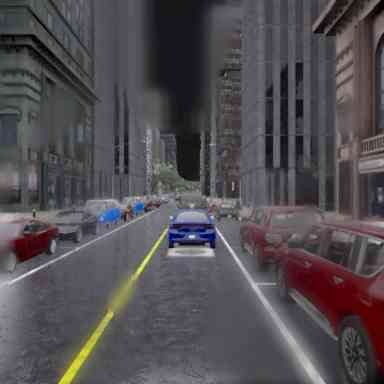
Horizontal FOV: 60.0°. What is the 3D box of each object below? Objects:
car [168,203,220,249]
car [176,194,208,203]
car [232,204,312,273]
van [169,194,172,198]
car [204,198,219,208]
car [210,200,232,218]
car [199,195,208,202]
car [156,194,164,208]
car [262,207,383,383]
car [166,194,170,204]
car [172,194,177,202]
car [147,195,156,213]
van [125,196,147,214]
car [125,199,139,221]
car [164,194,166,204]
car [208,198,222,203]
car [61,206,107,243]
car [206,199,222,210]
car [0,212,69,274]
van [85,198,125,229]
[{"bbox_3d":[0.000,1.488,14.650,1.882,1.535,5.008,0,0,0],"label":"car"},{"bbox_3d":[0.000,1.269,29.680,2.150,2.045,5.566,0,0,0],"label":"car"},{"bbox_3d":[2.764,1.315,10.543,2.192,1.841,5.009,0,0,0],"label":"car"},{"bbox_3d":[-5.764,1.408,70.387,1.690,1.788,3.998,0,0,0],"label":"van"},{"bbox_3d":[2.763,1.566,48.628,1.887,1.381,4.507,0,0,0],"label":"car"},{"bbox_3d":[2.763,1.560,26.865,2.008,1.369,4.403,0,0,0],"label":"car"},{"bbox_3d":[2.762,1.537,81.271,1.967,1.590,4.097,0,0,0],"label":"car"},{"bbox_3d":[-5.762,1.336,48.623,2.192,1.841,5.009,0,0,0],"label":"car"},{"bbox_3d":[2.764,1.313,5.102,2.192,1.841,5.009,0,0,0],"label":"car"},{"bbox_3d":[-5.764,1.635,64.945,1.802,1.307,4.206,0,0,0],"label":"car"},{"bbox_3d":[-3.000,1.643,76.703,1.895,1.301,4.718,0,0,0],"label":"car"},{"bbox_3d":[-5.762,1.330,37.741,2.192,1.841,5.009,0,0,0],"label":"car"},{"bbox_3d":[-5.762,1.353,32.300,1.690,1.788,3.998,0,0,0],"label":"van"},{"bbox_3d":[-5.762,1.553,26.858,1.887,1.381,4.507,0,0,0],"label":"car"},{"bbox_3d":[-5.762,1.467,54.065,1.967,1.590,4.097,0,0,0],"label":"car"},{"bbox_3d":[2.764,1.455,37.747,1.967,1.590,4.097,0,0,0],"label":"car"},{"bbox_3d":[-5.762,1.568,15.975,1.947,1.339,4.313,0,0,0],"label":"car"},{"bbox_3d":[2.763,1.600,43.188,1.802,1.307,4.206,0,0,0],"label":"car"},{"bbox_3d":[-5.762,1.545,10.534,1.887,1.381,4.507,0,0,0],"label":"car"},{"bbox_3d":[-5.762,1.347,21.417,1.690,1.788,3.998,0,0,0],"label":"van"}]
